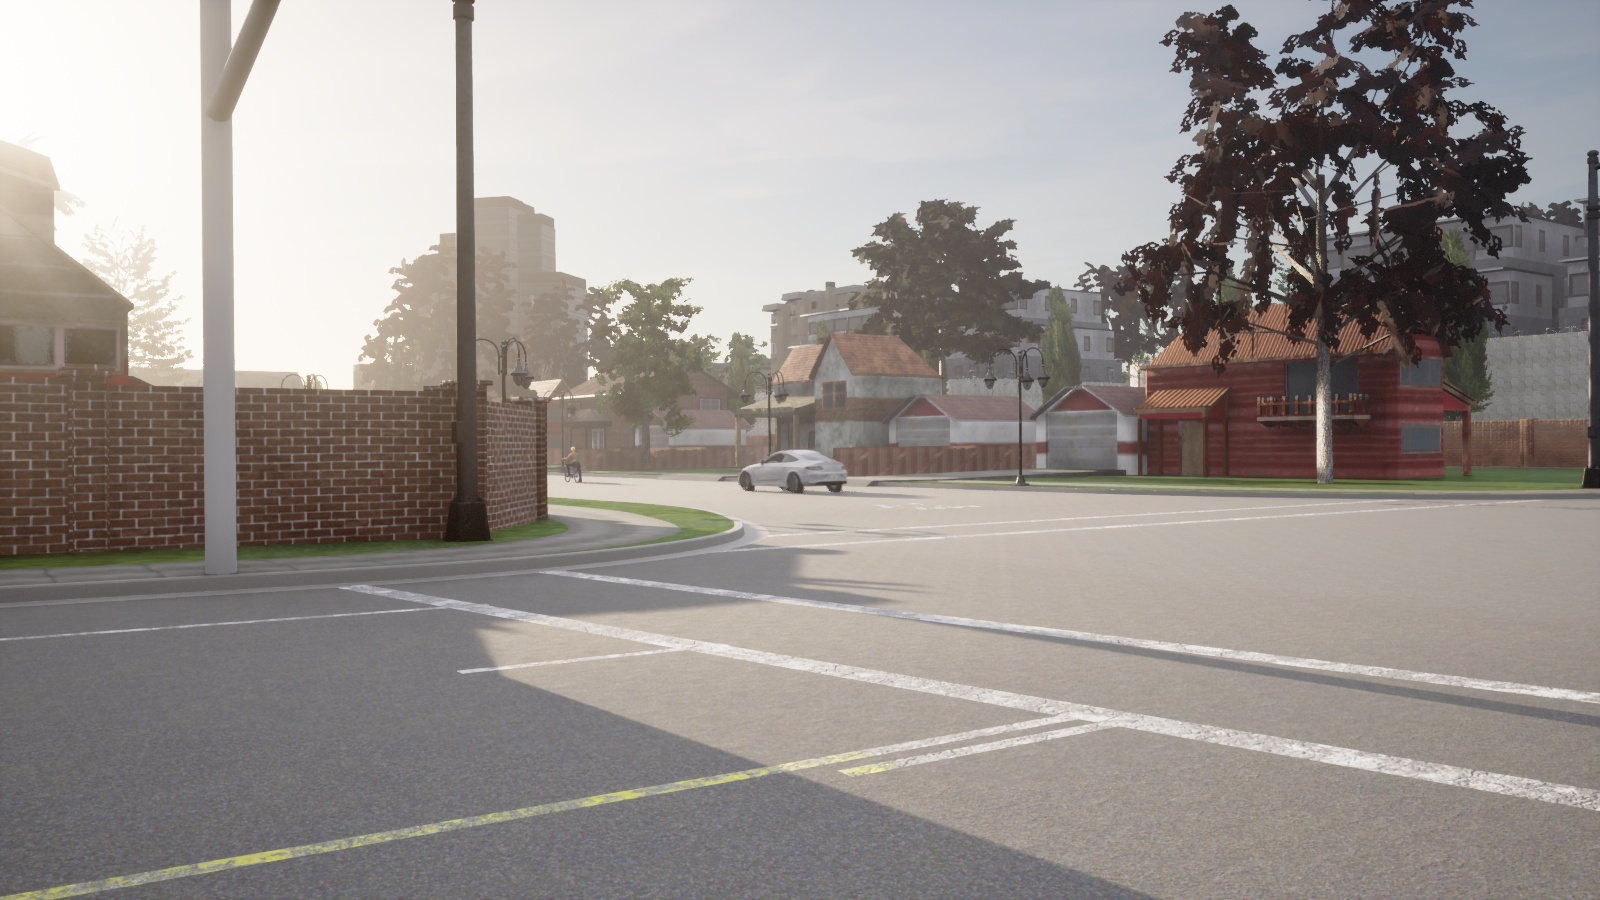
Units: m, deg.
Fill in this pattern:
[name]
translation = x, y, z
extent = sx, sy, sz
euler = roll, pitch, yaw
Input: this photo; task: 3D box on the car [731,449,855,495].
[car]
translation = -0.296, 0.723, 42.901
extent = 1.812, 1.442, 4.674
euler = -1, 0, -36
